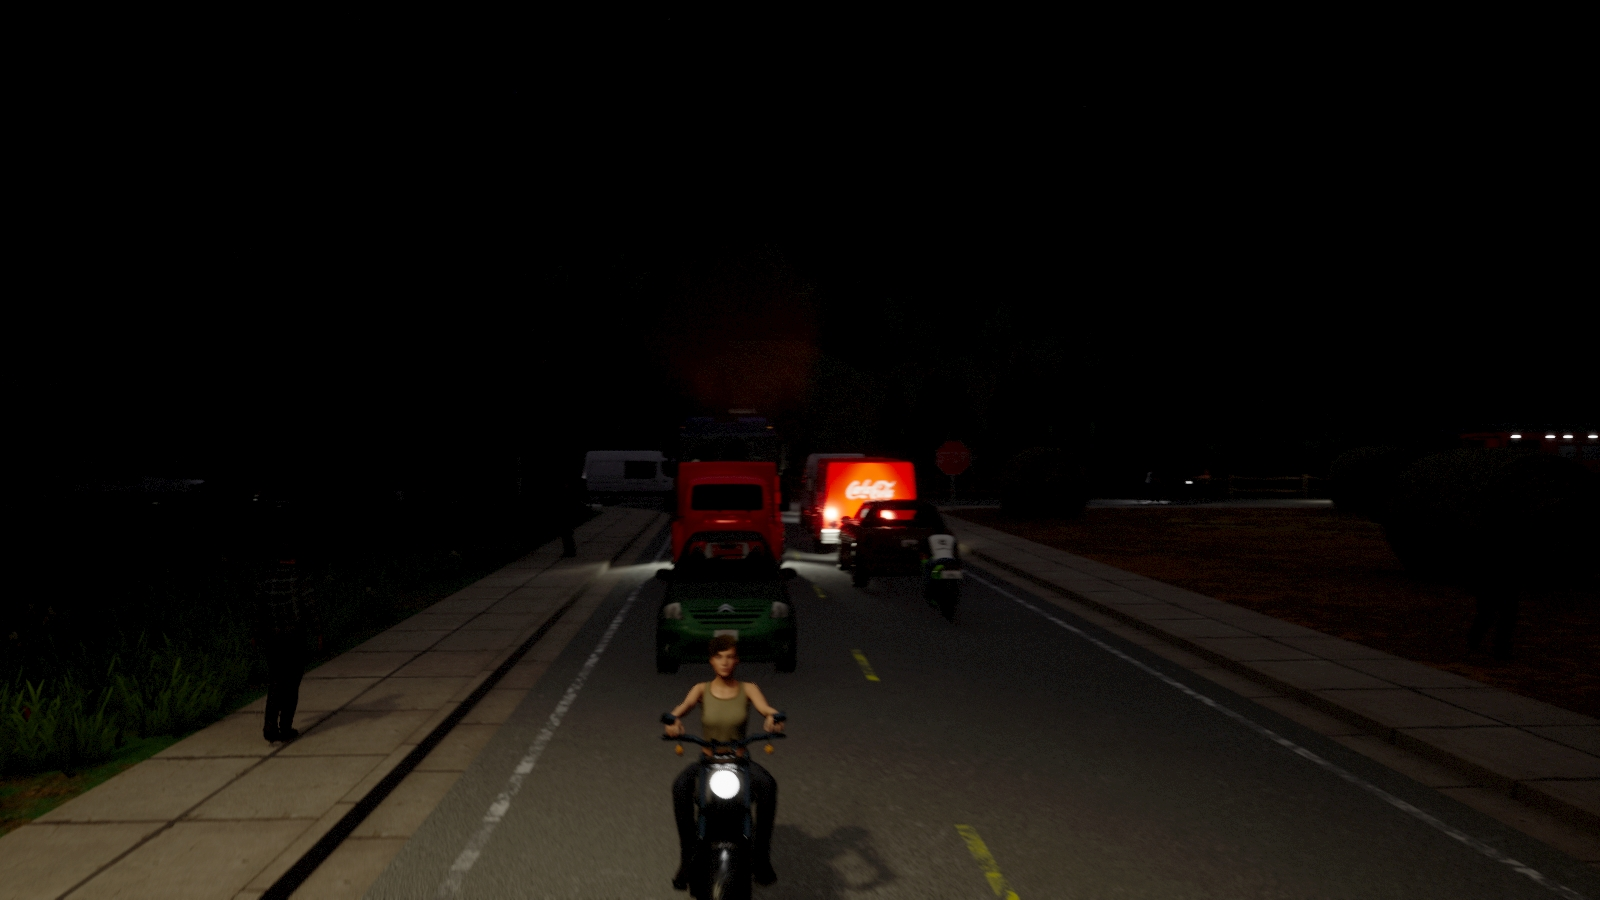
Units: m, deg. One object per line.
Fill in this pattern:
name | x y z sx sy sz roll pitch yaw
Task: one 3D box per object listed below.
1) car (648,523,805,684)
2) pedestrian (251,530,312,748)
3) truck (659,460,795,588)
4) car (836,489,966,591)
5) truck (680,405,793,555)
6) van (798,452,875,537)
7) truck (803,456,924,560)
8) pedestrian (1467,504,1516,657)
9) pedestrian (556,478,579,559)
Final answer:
car | -0.987 1.932 15.456 1.851 1.617 3.988 0 0 -4
pedestrian | -4.578 1.652 10.096 0.375 1.860 0.375 0 0 -3
truck | -1.580 1.479 24.878 2.627 2.467 5.204 0 -1 -4
car | 2.010 1.801 24.151 2.097 1.767 4.553 0 0 -3
truck | -1.913 0.753 33.556 2.891 3.827 8.468 0 0 -4
van | 1.119 1.376 38.116 1.988 2.561 5.915 0 0 -4
truck | 1.573 1.442 30.711 2.627 2.467 5.204 0 1 -4
pedestrian | 8.589 1.612 14.198 0.375 1.860 0.375 0 0 -1
pedestrian | -5.443 1.586 26.734 0.375 1.860 0.375 0 0 22
